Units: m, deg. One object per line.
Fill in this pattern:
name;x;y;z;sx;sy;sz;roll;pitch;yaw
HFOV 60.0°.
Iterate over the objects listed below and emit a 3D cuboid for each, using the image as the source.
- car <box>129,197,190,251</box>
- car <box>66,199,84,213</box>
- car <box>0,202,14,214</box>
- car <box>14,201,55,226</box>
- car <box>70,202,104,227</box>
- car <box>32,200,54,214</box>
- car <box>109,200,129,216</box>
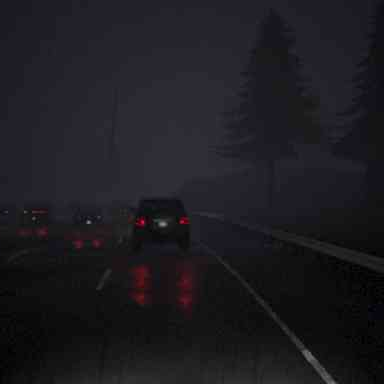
car;-1.477;1.239;14.426;2.150;2.045;5.566;0;0;-10
car;-13.493;1.555;38.729;1.882;1.535;5.008;0;0;-27
car;-19.260;1.694;34.871;1.895;1.301;4.718;0;0;-27
car;-11.234;1.550;24.415;2.128;1.511;4.902;0;0;-18
car;-7.200;1.645;23.357;1.895;1.301;4.718;0;0;-16
car;-17.035;1.652;37.954;1.994;1.385;4.181;0;0;-27
car;-7.216;1.579;33.623;1.812;1.442;4.674;0;0;-23
